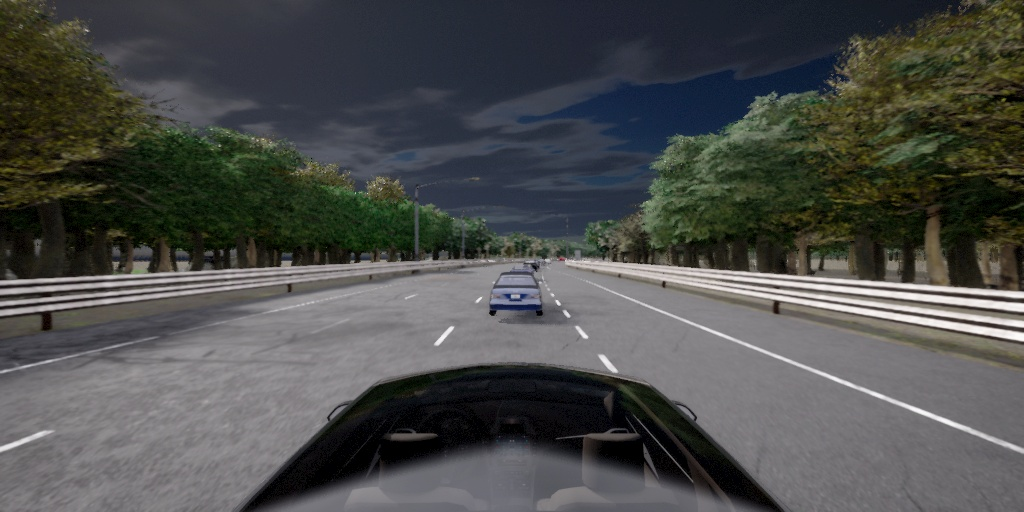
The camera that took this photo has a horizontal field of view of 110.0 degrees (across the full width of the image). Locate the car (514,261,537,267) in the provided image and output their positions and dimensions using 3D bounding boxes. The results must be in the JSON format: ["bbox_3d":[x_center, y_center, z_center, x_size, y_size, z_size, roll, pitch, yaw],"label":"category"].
[{"bbox_3d":[0.940,1.359,30.615,1.895,1.301,4.718,0,0,4],"label":"car"}]

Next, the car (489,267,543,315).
[{"bbox_3d":[0.178,1.300,13.615,2.033,1.411,5.357,0,0,2],"label":"car"}]

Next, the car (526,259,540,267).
[{"bbox_3d":[2.595,1.265,50.092,1.882,1.535,5.008,0,0,6],"label":"car"}]

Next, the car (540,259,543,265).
[{"bbox_3d":[3.675,1.345,59.451,1.812,1.442,4.674,0,0,7],"label":"car"}]
